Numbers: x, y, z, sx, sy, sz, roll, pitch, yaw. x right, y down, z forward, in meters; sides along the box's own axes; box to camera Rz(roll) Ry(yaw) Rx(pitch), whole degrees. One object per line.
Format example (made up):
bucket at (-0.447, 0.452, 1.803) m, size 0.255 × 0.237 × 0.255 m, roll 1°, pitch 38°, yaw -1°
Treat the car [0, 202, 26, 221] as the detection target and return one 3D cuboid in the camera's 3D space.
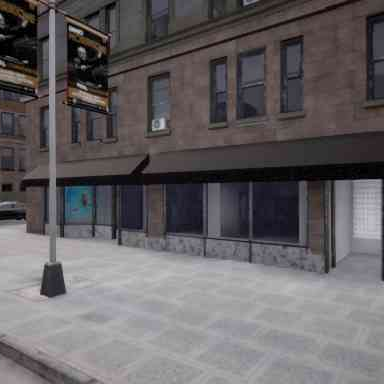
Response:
car at (-14.200, 1.545, 25.272) m, size 1.837 × 1.490 × 4.892 m, roll 0°, pitch 0°, yaw 37°
